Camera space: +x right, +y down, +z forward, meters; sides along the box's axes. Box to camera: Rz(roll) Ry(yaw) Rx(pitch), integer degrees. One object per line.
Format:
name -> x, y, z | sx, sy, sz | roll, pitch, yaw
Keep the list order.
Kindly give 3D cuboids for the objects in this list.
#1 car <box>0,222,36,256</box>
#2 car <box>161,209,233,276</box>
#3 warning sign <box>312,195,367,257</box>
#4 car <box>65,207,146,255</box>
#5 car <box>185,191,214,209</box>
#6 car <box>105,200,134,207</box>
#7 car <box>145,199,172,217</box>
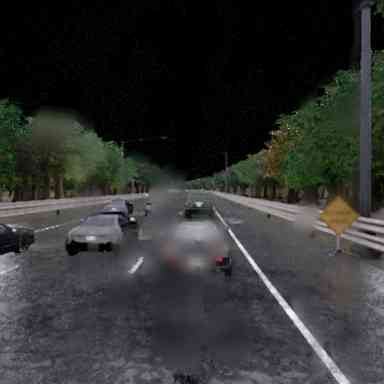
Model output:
car -> -6.827, 1.481, 10.007 | 2.033, 1.411, 5.357 | 0, 0, 2
car -> 0.177, 1.464, 10.011 | 1.812, 1.442, 4.674 | 0, 0, 2
warning sign -> 4.683, 1.052, 10.651 | 1.300, 1.860, 1.060 | 0, 1, 1
car -> -3.239, 1.480, 12.885 | 1.994, 1.385, 4.181 | 0, 0, 2
car -> 0.613, 1.043, 27.420 | 2.150, 2.045, 5.566 | 0, 1, 2
car -> -6.331, 1.365, 29.294 | 1.994, 1.385, 4.181 | 0, 0, 2
car -> -2.852, 1.300, 28.606 | 2.128, 1.511, 4.902 | 0, 1, 2
